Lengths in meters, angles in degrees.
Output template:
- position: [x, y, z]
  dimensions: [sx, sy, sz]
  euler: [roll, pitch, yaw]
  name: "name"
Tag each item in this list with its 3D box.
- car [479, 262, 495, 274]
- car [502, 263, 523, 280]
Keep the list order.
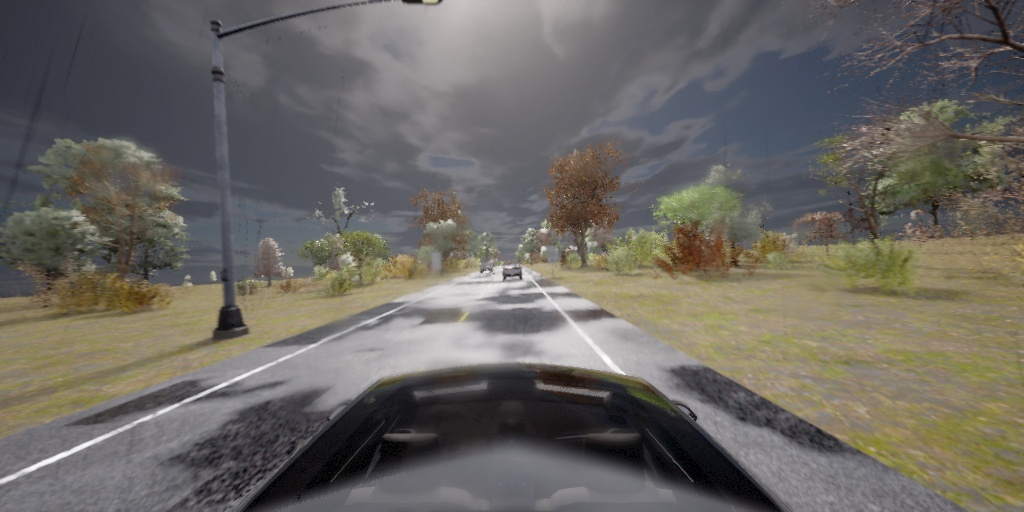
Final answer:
- position: [-3.445, 1.573, 49.894]
  dimensions: [1.837, 1.490, 4.892]
  euler: [-3, -1, 0]
  name: "car"
- position: [0.052, 1.506, 35.000]
  dimensions: [2.128, 1.511, 4.902]
  euler: [-3, 0, 1]
  name: "car"
